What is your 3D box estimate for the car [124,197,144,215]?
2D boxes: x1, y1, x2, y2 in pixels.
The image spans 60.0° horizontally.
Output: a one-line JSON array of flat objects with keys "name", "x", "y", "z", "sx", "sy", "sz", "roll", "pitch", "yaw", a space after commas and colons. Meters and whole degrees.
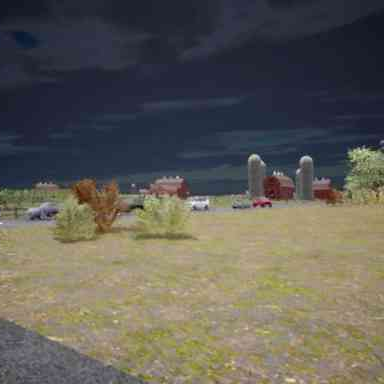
[{"name": "car", "x": -7.342, "y": 1.697, "z": 40.687, "sx": 2.150, "sy": 2.045, "sz": 5.566, "roll": -1, "pitch": -1, "yaw": 36}]

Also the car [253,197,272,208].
[{"name": "car", "x": 13.246, "y": 1.957, "z": 63.085, "sx": 2.150, "sy": 2.045, "sz": 5.566, "roll": -1, "pitch": -1, "yaw": 36}]

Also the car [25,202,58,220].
[{"name": "car", "x": -13.577, "y": 1.711, "z": 32.050, "sx": 2.097, "sy": 1.767, "sz": 4.553, "roll": -1, "pitch": -1, "yaw": 36}]

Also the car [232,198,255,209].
[{"name": "car", "x": 8.462, "y": 2.207, "z": 56.376, "sx": 1.994, "sy": 1.385, "sz": 4.181, "roll": -1, "pitch": -1, "yaw": 36}]

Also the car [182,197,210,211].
[{"name": "car", "x": 0.589, "y": 1.843, "z": 51.659, "sx": 2.150, "sy": 2.045, "sz": 5.566, "roll": -1, "pitch": -1, "yaw": 37}]
